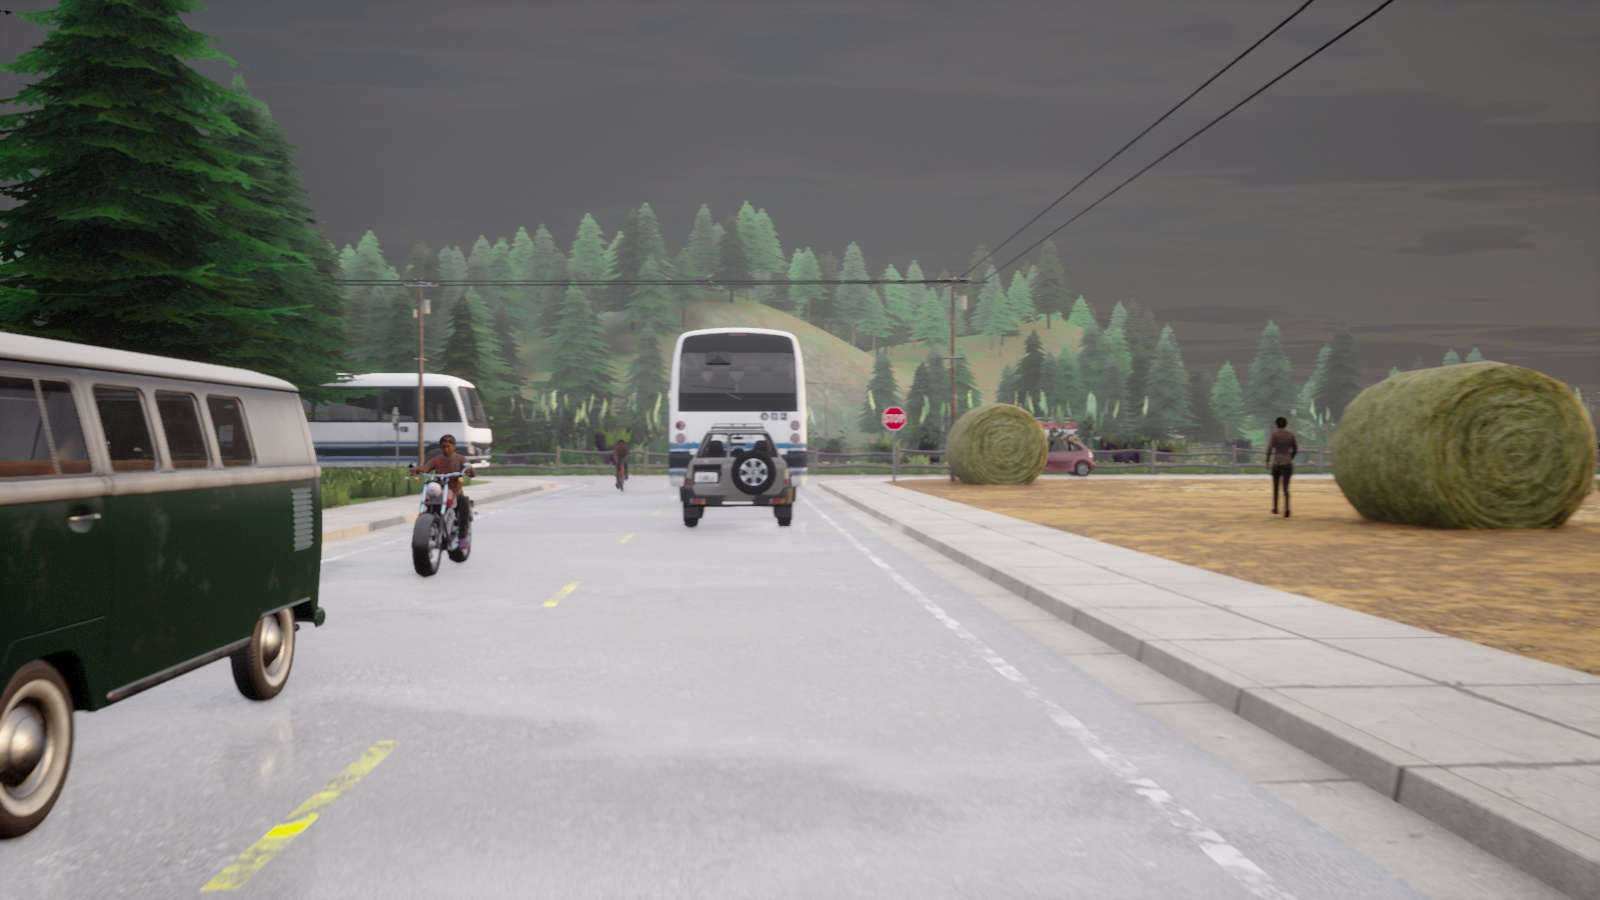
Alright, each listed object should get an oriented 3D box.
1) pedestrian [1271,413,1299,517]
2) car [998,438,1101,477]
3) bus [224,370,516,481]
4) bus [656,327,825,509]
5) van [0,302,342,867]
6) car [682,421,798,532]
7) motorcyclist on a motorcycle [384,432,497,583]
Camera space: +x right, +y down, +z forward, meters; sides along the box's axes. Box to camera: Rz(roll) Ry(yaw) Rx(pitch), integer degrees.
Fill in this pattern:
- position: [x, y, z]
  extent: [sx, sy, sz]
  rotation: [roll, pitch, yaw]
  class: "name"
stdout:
- position: [8.617, 0.260, 22.327]
  extent: [0.328, 1.805, 0.869]
  rotation: [0, 0, 12]
  class: "pedestrian"
- position: [10.598, 0.316, 53.530]
  extent: [3.988, 1.617, 1.851]
  rotation: [0, 0, 0]
  class: "car"
- position: [-16.920, -0.943, 50.063]
  extent: [10.273, 4.253, 3.944]
  rotation: [0, 0, 0]
  class: "bus"
- position: [-1.627, -0.821, 34.609]
  extent: [3.944, 4.253, 10.273]
  rotation: [0, 1, -3]
  class: "bus"
- position: [-3.774, 0.466, 5.930]
  extent: [1.775, 1.987, 4.442]
  rotation: [0, 0, -3]
  class: "van"
- position: [-1.096, 0.434, 23.341]
  extent: [1.932, 1.855, 4.605]
  rotation: [0, 0, -2]
  class: "car"
- position: [-4.197, 0.614, 14.864]
  extent: [0.766, 1.649, 2.350]
  rotation: [0, 0, -3]
  class: "motorcyclist on a motorcycle"
